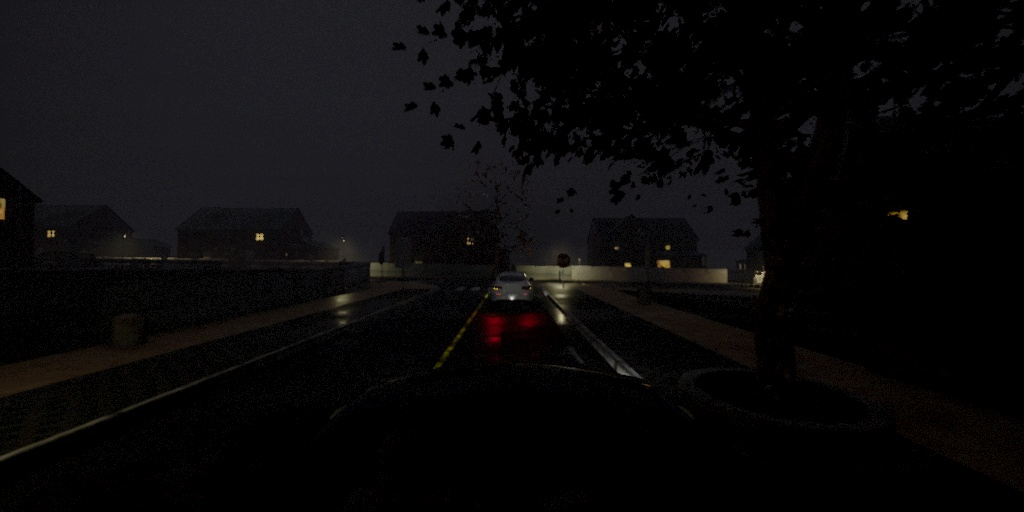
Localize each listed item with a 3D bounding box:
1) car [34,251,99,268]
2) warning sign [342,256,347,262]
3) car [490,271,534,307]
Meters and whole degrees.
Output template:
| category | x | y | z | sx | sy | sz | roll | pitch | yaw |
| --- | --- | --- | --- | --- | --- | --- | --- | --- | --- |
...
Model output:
| category | x | y | z | sx | sy | sz | roll | pitch | yaw |
| --- | --- | --- | --- | --- | --- | --- | --- | --- | --- |
| car | -39.499 | 0.583 | 31.226 | 5.566 | 2.045 | 2.150 | 1 | -1 | 0 |
| warning sign | -15.841 | 0.931 | 33.876 | 1.060 | 1.860 | 1.300 | 0 | 0 | 0 |
| car | 0.007 | 1.416 | 16.239 | 1.812 | 1.442 | 4.674 | 0 | 0 | 0 |
